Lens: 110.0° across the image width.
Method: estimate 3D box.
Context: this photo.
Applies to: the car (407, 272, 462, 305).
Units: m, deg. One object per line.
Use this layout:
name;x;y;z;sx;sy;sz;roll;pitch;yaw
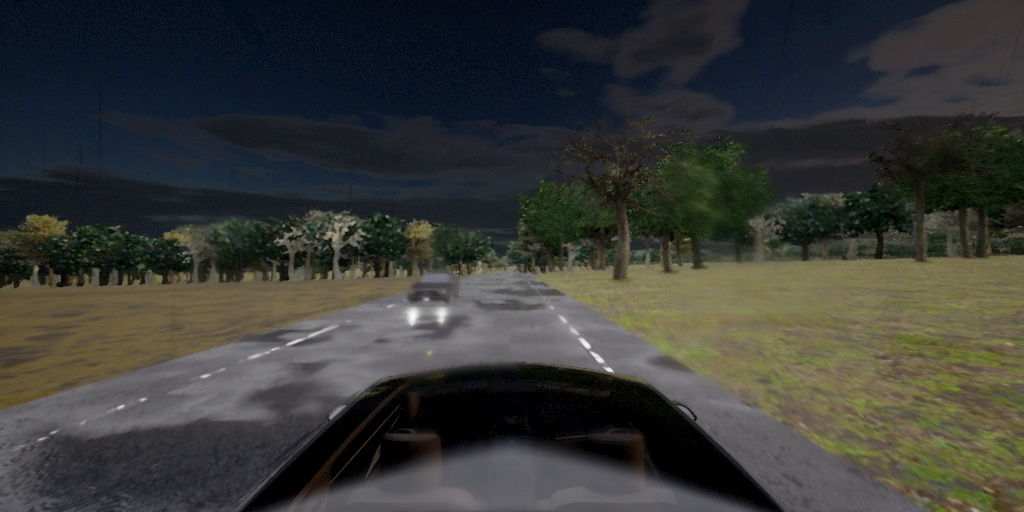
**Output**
car;-3.656;1.524;17.968;2.033;1.411;5.357;0;-1;0
